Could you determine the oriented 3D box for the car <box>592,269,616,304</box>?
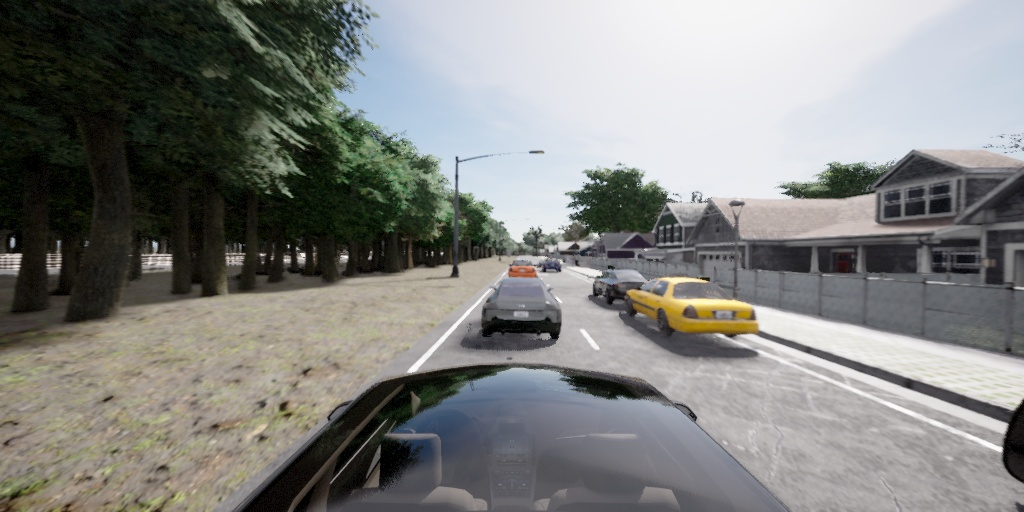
[{"bbox_3d":[4.905,1.311,16.243,1.812,1.442,4.674,1,0,2],"label":"car"}]

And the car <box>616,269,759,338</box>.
[{"bbox_3d":[4.732,1.257,10.435,1.801,1.575,5.366,1,0,2],"label":"car"}]

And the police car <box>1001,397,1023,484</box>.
[{"bbox_3d":[4.430,1.242,0.361,1.930,1.638,5.238,1,0,2],"label":"police car"}]

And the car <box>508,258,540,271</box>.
[{"bbox_3d":[0.789,1.023,27.327,2.097,1.767,4.553,1,0,2],"label":"car"}]

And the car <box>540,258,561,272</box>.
[{"bbox_3d":[4.759,0.970,43.593,2.097,1.767,4.553,1,1,2],"label":"car"}]

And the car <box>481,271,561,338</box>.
[{"bbox_3d":[0.272,1.300,10.233,1.994,1.385,4.181,1,0,2],"label":"car"}]
